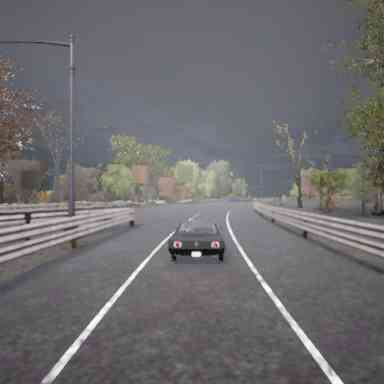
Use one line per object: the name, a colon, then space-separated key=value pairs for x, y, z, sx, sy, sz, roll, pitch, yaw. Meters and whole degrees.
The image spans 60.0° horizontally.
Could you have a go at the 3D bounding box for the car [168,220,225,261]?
car: x=0.259 y=1.741 z=12.904 sx=1.895 sy=1.301 sz=4.718 roll=0 pitch=-1 yaw=3
